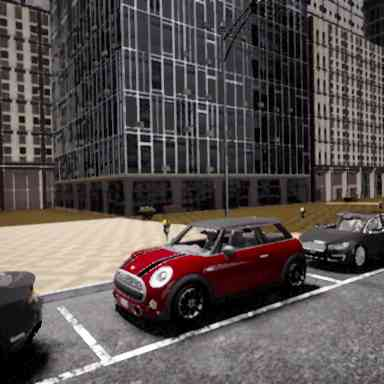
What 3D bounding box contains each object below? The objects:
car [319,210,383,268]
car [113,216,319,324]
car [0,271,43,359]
[{"bbox_3d":[4.976,1.266,10.052,4.403,1.369,2.008,-2,1,-35],"label":"car"},{"bbox_3d":[0.456,1.317,6.862,4.097,1.590,1.967,-2,1,-35],"label":"car"},{"bbox_3d":[-4.060,1.589,3.675,4.403,1.369,2.008,-2,1,-35],"label":"car"}]
